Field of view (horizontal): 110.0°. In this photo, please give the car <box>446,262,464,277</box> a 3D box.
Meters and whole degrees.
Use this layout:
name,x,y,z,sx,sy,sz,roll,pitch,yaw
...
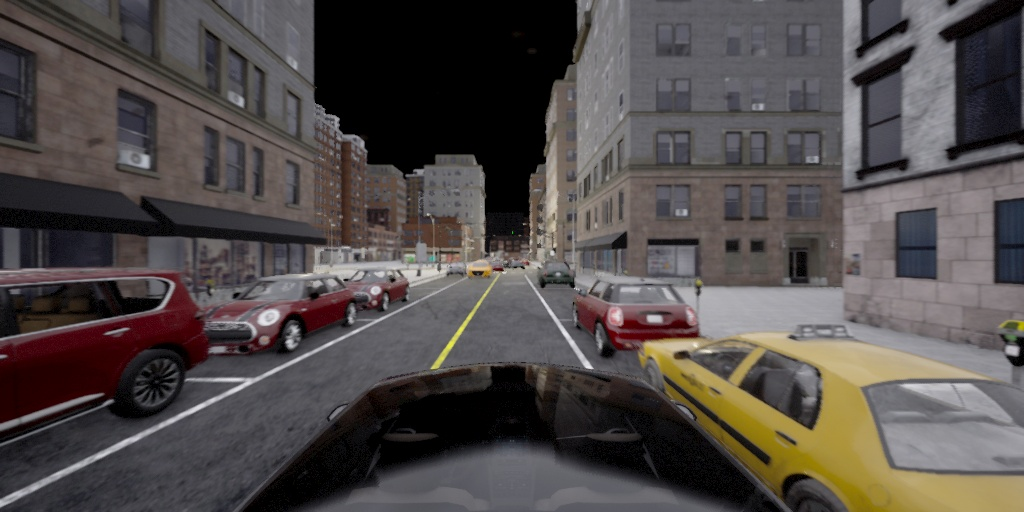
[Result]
name,x,y,z,sx,sy,sz,roll,pitch,yaw
car,-5.392,1.284,35.611,2.007,1.370,4.403,0,0,0

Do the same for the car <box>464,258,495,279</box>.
name,x,y,z,sx,sy,sz,roll,pitch,yaw
car,-2.818,1.213,32.395,1.882,1.535,5.008,0,0,0

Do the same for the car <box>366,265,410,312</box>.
name,x,y,z,sx,sy,sz,roll,pitch,yaw
car,-5.389,1.184,13.974,1.967,1.591,4.097,0,0,0

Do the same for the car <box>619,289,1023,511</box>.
name,x,y,z,sx,sy,sz,roll,pitch,yaw
car,2.637,1.275,3.326,1.751,1.417,4.829,0,0,0

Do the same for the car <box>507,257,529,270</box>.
name,x,y,z,sx,sy,sz,roll,pitch,yaw
car,0.283,1.291,53.591,1.994,1.385,4.181,0,0,-24

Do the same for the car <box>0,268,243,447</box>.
name,x,y,z,sx,sy,sz,roll,pitch,yaw
car,-5.388,1.064,3.155,2.192,1.841,5.009,0,0,0

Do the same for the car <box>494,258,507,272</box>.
name,x,y,z,sx,sy,sz,roll,pitch,yaw
car,-2.745,1.288,45.851,1.994,1.385,4.181,0,0,-28

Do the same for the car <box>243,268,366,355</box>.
name,x,y,z,sx,sy,sz,roll,pitch,yaw
car,-5.388,1.186,8.564,1.967,1.591,4.097,0,0,0

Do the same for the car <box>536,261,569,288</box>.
name,x,y,z,sx,sy,sz,roll,pitch,yaw
car,2.747,1.090,23.457,2.097,1.767,4.553,0,0,0

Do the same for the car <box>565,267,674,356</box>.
name,x,y,z,sx,sy,sz,roll,pitch,yaw
car,2.637,1.186,8.565,1.967,1.591,4.097,0,0,0
